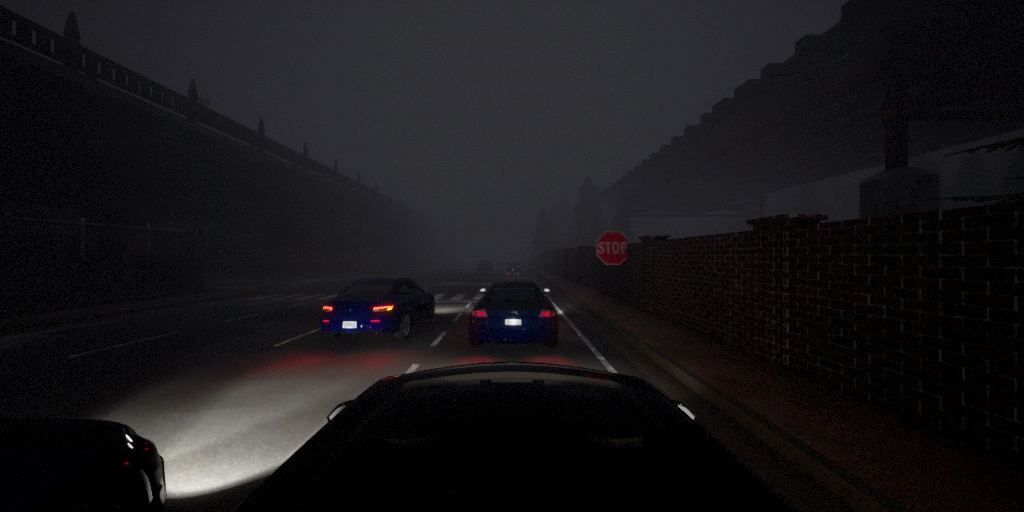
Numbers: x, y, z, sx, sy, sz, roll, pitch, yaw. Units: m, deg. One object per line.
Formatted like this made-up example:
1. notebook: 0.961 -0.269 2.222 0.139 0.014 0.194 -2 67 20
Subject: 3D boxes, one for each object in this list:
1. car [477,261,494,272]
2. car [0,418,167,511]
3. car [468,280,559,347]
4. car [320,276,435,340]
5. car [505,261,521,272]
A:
1. car: -3.395 1.297 45.950 2.033 1.411 5.357 0 0 -1
2. car: -3.399 1.314 0.730 1.994 1.385 4.181 0 0 0
3. car: 0.069 1.314 9.303 1.994 1.385 4.181 0 0 1
4. car: -3.413 1.276 9.825 1.812 1.442 4.674 0 0 0
5. car: 0.099 1.351 46.119 1.895 1.301 4.718 0 0 -1
